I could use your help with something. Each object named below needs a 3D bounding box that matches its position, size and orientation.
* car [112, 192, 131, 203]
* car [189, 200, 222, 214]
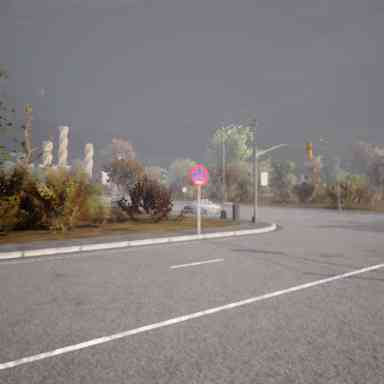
[{"bbox_3d":[-11.666,1.069,55.463,2.150,2.045,5.566,0,1,-32],"label":"car"},{"bbox_3d":[1.263,1.559,34.970,1.812,1.442,4.674,0,1,-32],"label":"car"}]
